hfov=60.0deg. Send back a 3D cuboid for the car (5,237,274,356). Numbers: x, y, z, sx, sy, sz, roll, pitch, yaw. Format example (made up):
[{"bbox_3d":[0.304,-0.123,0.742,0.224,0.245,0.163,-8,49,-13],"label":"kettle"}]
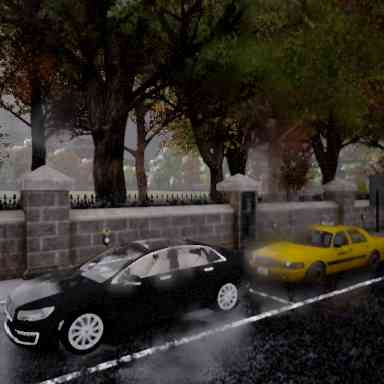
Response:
[{"bbox_3d":[-0.835,1.548,5.970,4.403,1.369,2.008,0,0,-36],"label":"car"}]

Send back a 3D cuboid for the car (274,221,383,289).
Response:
[{"bbox_3d":[3.607,1.518,9.147,4.829,1.417,1.752,0,0,-36],"label":"car"}]
